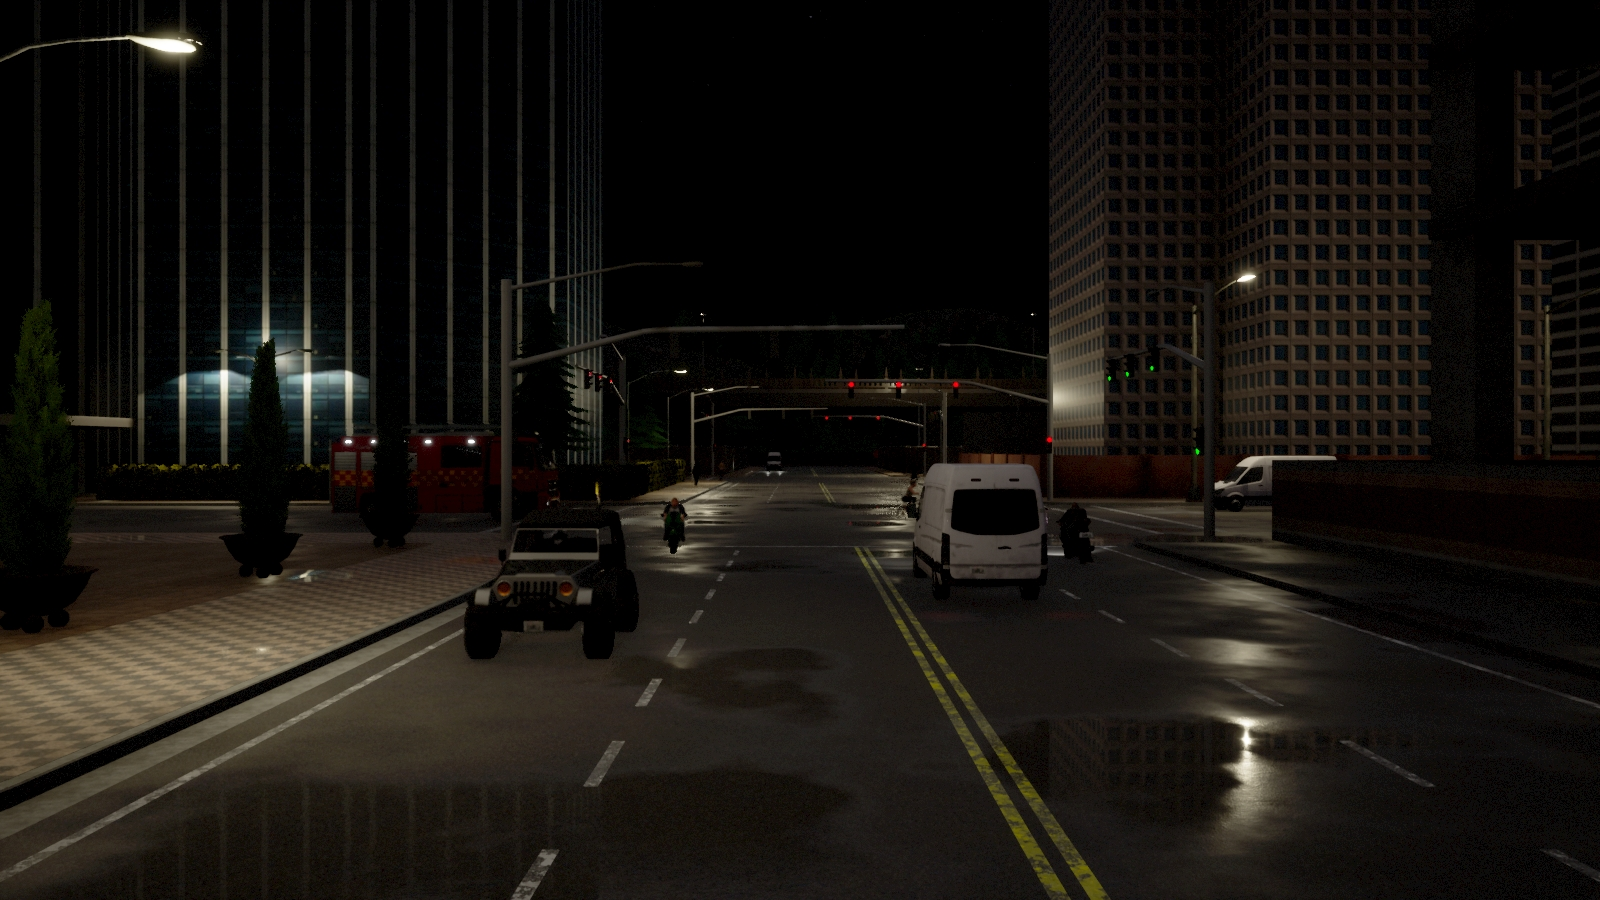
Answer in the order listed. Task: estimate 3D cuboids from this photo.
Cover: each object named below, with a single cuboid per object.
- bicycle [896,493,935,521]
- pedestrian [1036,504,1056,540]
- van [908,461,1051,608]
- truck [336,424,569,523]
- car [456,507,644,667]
[{"bbox_3d":[4.621,2.273,45.881,1.487,1.080,0.859,0,0,-1],"label":"bicycle"},{"bbox_3d":[7.672,2.242,35.674,0.500,1.100,0.500,0,0,0],"label":"pedestrian"},{"bbox_3d":[3.501,1.543,23.400,1.988,2.561,5.915,0,0,0],"label":"van"},{"bbox_3d":[-13.779,0.908,45.856,8.468,3.827,2.891,0,0,0],"label":"truck"},{"bbox_3d":[-3.495,1.864,16.706,1.905,1.878,3.866,0,0,0],"label":"car"}]
